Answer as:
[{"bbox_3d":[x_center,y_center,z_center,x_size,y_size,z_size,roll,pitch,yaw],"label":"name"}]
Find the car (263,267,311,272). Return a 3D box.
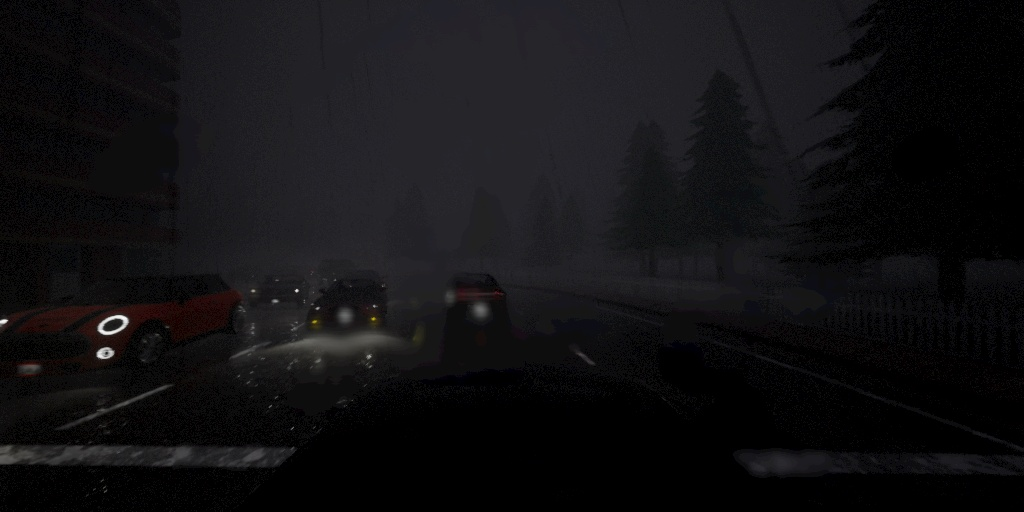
[{"bbox_3d":[-15.218,1.613,24.159,1.895,1.301,4.718,0,-1,-39],"label":"car"}]

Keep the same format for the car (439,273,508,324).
[{"bbox_3d":[-1.430,1.342,12.473,2.128,1.511,4.902,0,-1,-13],"label":"car"}]

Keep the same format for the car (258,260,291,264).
[{"bbox_3d":[-31.099,1.504,46.343,5.566,2.045,2.150,0,-1,14],"label":"car"}]

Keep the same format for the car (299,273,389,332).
[{"bbox_3d":[-4.961,1.416,11.333,1.994,1.385,4.181,0,-1,-17],"label":"car"}]

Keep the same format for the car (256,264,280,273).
[{"bbox_3d":[-22.880,1.656,31.408,5.357,1.411,2.033,-1,-1,35],"label":"car"}]

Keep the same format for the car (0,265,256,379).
[{"bbox_3d":[-7.895,1.179,7.725,2.097,1.767,4.553,0,-1,-12],"label":"car"}]

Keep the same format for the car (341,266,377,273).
[{"bbox_3d":[-7.908,1.464,19.175,1.812,1.442,4.674,0,-1,-28],"label":"car"}]

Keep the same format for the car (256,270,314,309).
[{"bbox_3d":[-10.407,1.520,16.353,1.895,1.301,4.718,0,-1,-25],"label":"car"}]

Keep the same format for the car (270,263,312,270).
[{"bbox_3d":[-20.894,1.634,34.281,4.892,1.490,1.837,-1,-1,35],"label":"car"}]

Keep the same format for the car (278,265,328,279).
[{"bbox_3d":[-23.122,1.737,39.629,5.357,1.411,2.033,0,-1,24],"label":"car"}]

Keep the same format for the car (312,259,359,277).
[{"bbox_3d":[-13.249,1.258,27.440,2.150,2.045,5.566,0,-1,-40],"label":"car"}]
